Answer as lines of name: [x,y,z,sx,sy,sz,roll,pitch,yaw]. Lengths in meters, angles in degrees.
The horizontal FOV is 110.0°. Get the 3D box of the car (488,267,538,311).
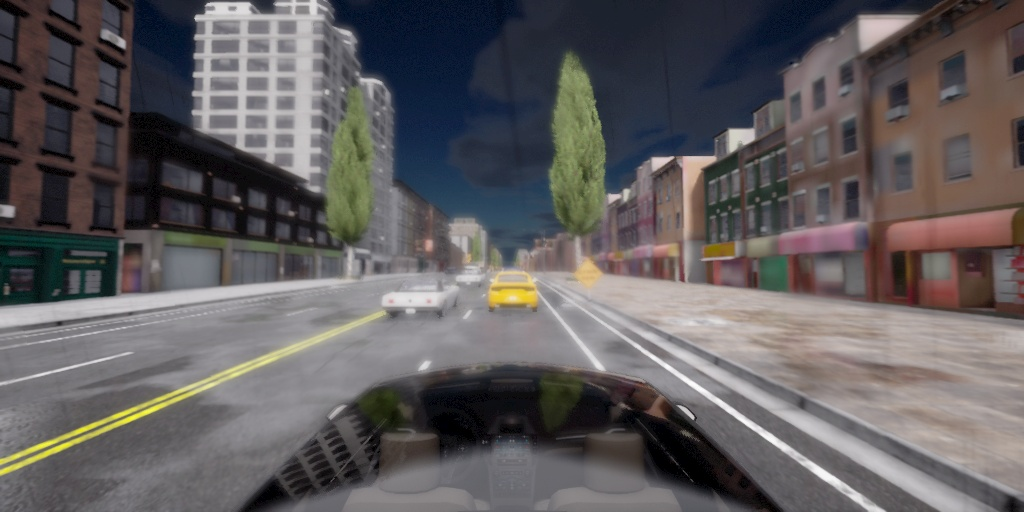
car: [0.057,1.410,15.470,1.882,1.535,5.008,0,-1,0]

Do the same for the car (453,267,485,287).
car: [-3.203,1.774,28.691,1.895,1.301,4.718,0,-1,1]

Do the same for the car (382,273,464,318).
car: [-3.207,1.506,13.665,1.895,1.301,4.718,0,-1,1]

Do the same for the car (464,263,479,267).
car: [-6.547,2.114,58.723,2.150,2.045,5.566,0,-2,1]

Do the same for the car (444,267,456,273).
car: [-9.795,2.459,58.849,1.994,1.385,4.181,0,-2,0]

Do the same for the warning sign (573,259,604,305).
warning sign: [3.228,1.038,14.978,1.300,1.860,1.060,0,0,0]
